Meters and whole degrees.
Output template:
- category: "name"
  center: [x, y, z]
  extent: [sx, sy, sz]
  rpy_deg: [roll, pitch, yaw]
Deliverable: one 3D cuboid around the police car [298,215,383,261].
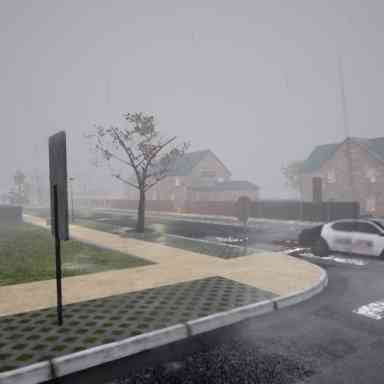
- category: "police car"
  center: [6.260, 1.610, 11.473]
  extent: [2.038, 1.542, 4.974]
  rpy_deg: [-1, -1, -36]
